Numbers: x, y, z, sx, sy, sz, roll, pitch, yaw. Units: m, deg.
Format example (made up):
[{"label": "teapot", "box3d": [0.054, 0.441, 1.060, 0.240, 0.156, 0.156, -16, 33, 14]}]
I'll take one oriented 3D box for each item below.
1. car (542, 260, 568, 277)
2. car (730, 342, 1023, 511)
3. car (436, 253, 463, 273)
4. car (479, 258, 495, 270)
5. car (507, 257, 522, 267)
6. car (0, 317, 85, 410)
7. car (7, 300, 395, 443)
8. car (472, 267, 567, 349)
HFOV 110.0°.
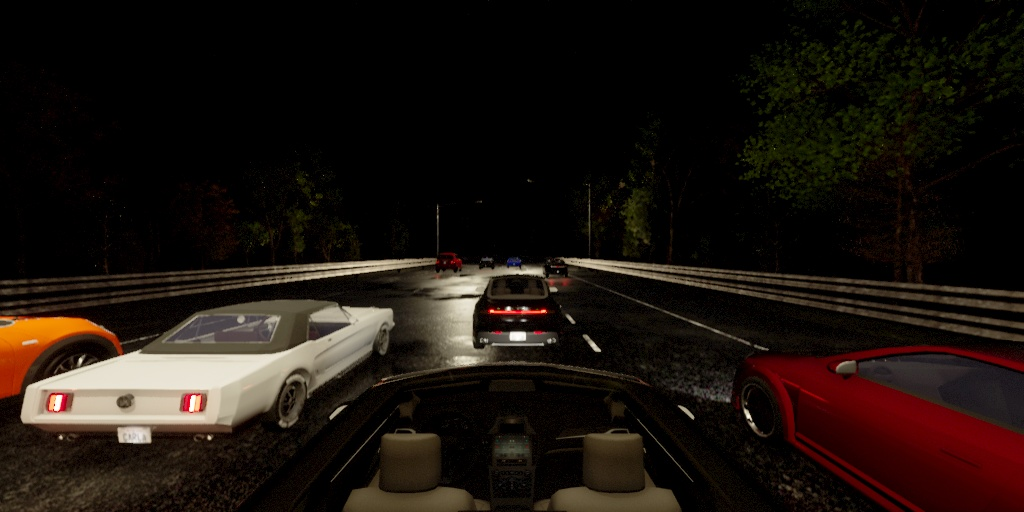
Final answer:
[{"label": "car", "box3d": [3.733, 1.050, 31.457, 2.128, 1.511, 4.902, 0, 0, 0]}, {"label": "car", "box3d": [3.601, 1.307, 2.575, 1.994, 1.385, 4.181, 0, 0, 0]}, {"label": "car", "box3d": [-6.736, 0.741, 38.701, 2.150, 2.045, 5.566, 0, 0, 0]}, {"label": "car", "box3d": [-3.199, 0.965, 46.607, 2.128, 1.511, 4.902, 0, 0, 0]}, {"label": "car", "box3d": [0.317, 0.931, 50.249, 1.882, 1.535, 5.008, 0, 0, 0]}, {"label": "car", "box3d": [-6.920, 1.090, 3.469, 2.097, 1.767, 4.553, 0, 0, 1]}, {"label": "car", "box3d": [-3.401, 1.323, 5.471, 1.895, 1.301, 4.718, 0, 0, 0]}, {"label": "car", "box3d": [0.122, 1.203, 8.953, 1.837, 1.490, 4.892, 0, 0, 0]}]
